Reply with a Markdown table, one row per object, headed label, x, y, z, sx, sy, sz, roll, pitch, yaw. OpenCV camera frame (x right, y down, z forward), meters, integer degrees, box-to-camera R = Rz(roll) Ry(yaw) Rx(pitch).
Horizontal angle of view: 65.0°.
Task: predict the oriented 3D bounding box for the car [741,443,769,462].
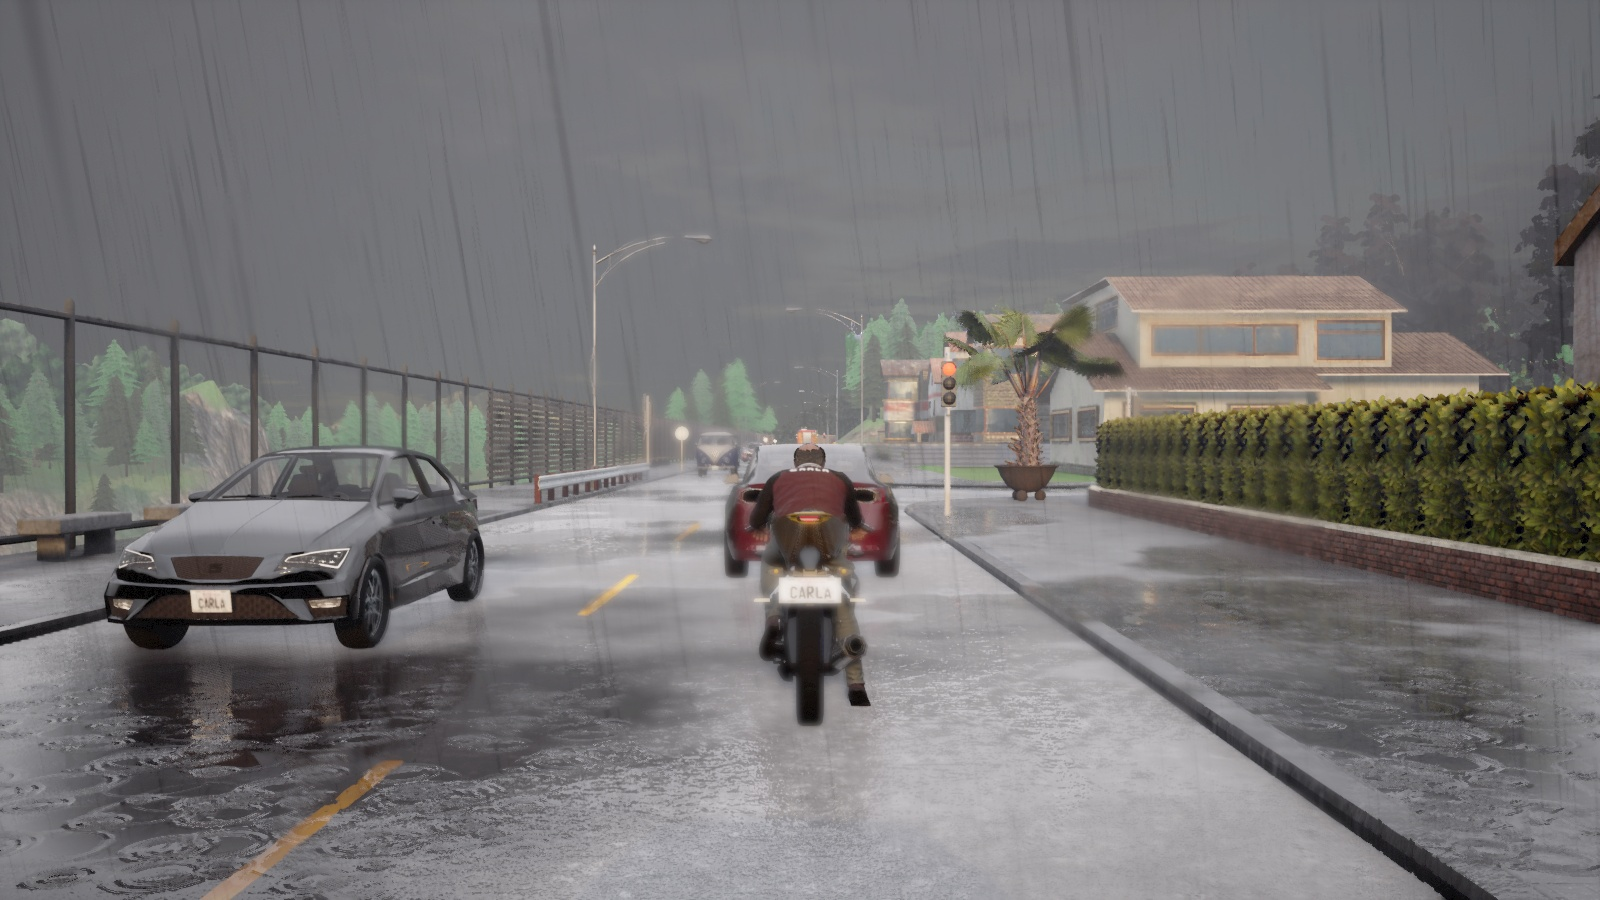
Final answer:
| label | x | y | z | sx | sy | sz | roll | pitch | yaw |
| --- | --- | --- | --- | --- | --- | --- | --- | --- | --- |
| car | -3.449 | 0.160 | 97.304 | 1.970 | 1.475 | 3.806 | 0 | 0 | 0 |

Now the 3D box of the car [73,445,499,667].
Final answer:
| label | x | y | z | sx | sy | sz | roll | pitch | yaw |
| --- | --- | --- | --- | --- | --- | --- | --- | --- | --- |
| car | -3.927 | 0.698 | 10.470 | 1.816 | 1.474 | 4.193 | 0 | 0 | 0 |

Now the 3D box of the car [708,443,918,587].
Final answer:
| label | x | y | z | sx | sy | sz | roll | pitch | yaw |
| --- | --- | --- | --- | --- | --- | --- | --- | --- | --- |
| car | 0.124 | 0.660 | 15.372 | 2.163 | 1.488 | 4.792 | 0 | 0 | 0 |

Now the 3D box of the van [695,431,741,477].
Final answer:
| label | x | y | z | sx | sy | sz | roll | pitch | yaw |
| --- | --- | --- | --- | --- | --- | --- | --- | --- | --- |
| van | -3.672 | 0.176 | 56.809 | 1.775 | 1.987 | 4.442 | 0 | 0 | 0 |

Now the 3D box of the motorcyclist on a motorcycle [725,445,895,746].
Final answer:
| label | x | y | z | sx | sy | sz | roll | pitch | yaw |
| --- | --- | --- | --- | --- | --- | --- | --- | --- | --- |
| motorcyclist on a motorcycle | 0.056 | 0.739 | 7.498 | 0.866 | 1.530 | 2.191 | 0 | 0 | 0 |
